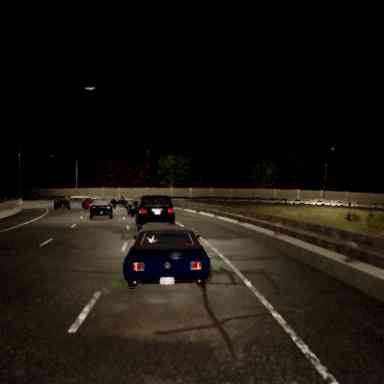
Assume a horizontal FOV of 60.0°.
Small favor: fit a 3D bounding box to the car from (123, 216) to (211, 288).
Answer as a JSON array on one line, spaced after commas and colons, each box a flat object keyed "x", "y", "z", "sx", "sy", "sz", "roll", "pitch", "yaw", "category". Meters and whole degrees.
[{"x": -0.694, "y": 1.587, "z": 9.235, "sx": 1.895, "sy": 1.301, "sz": 4.718, "roll": 0, "pitch": 0, "yaw": -5, "category": "car"}]

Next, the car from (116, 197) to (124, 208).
[{"x": -10.009, "y": 1.430, "z": 44.860, "sx": 2.128, "sy": 1.511, "sz": 4.902, "roll": 0, "pitch": 0, "yaw": -23, "category": "car"}]

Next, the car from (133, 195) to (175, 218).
[{"x": -2.376, "y": 1.193, "z": 20.746, "sx": 2.150, "sy": 2.045, "sz": 5.566, "roll": 0, "pitch": 0, "yaw": -11, "category": "car"}]

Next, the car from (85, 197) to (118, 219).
[{"x": -7.925, "y": 1.454, "z": 29.081, "sx": 2.128, "sy": 1.511, "sz": 4.902, "roll": 0, "pitch": 0, "yaw": -15, "category": "car"}]

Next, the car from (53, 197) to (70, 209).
[{"x": -16.939, "y": 1.439, "z": 43.276, "sx": 2.128, "sy": 1.511, "sz": 4.902, "roll": 0, "pitch": 0, "yaw": -24, "category": "car"}]

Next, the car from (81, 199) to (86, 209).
[{"x": -13.331, "y": 1.507, "z": 43.738, "sx": 1.994, "sy": 1.385, "sz": 4.181, "roll": 0, "pitch": 0, "yaw": -23, "category": "car"}]

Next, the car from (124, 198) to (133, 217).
[{"x": -5.021, "y": 1.519, "z": 31.523, "sx": 1.994, "sy": 1.385, "sz": 4.181, "roll": 0, "pitch": 0, "yaw": -17, "category": "car"}]
